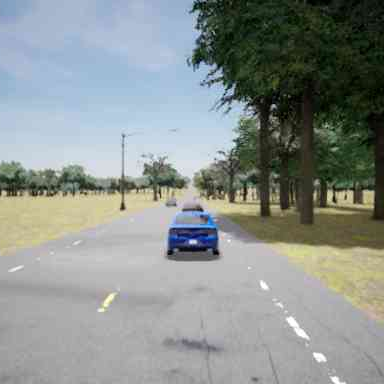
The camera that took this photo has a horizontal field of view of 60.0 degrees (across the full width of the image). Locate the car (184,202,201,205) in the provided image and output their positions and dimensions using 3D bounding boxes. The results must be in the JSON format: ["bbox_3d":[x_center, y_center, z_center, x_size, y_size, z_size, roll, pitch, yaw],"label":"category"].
[{"bbox_3d":[0.060,1.621,28.751,1.882,1.535,5.008,0,0,1],"label":"car"}]

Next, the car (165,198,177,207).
[{"bbox_3d":[-3.545,1.844,56.939,1.812,1.442,4.674,0,0,1],"label":"car"}]

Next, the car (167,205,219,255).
[{"bbox_3d":[0.057,1.543,13.744,1.882,1.535,5.008,0,0,1],"label":"car"}]
